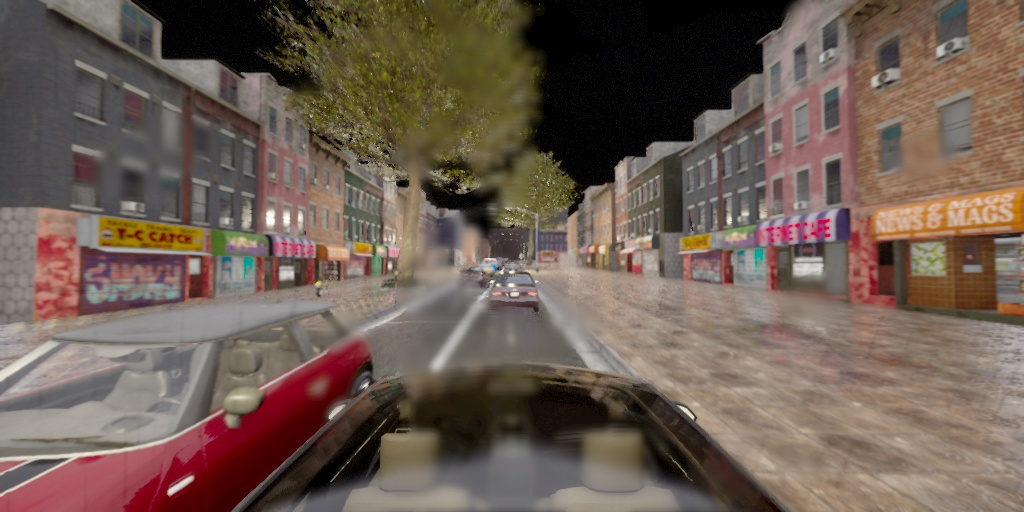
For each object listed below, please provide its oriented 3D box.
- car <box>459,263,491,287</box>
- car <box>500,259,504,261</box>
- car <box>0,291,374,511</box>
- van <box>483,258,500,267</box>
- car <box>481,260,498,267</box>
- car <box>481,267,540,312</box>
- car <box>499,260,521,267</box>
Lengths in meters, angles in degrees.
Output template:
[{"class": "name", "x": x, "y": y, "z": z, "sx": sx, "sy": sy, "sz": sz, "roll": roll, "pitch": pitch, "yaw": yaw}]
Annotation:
[{"class": "car", "x": -2.636, "y": 1.376, "z": 24.814, "sx": 1.802, "sy": 1.307, "sz": 4.207, "roll": 0, "pitch": 0, "yaw": 0}, {"class": "car", "x": -2.636, "y": 1.437, "z": 52.489, "sx": 1.948, "sy": 1.339, "sz": 4.313, "roll": 0, "pitch": 0, "yaw": 0}, {"class": "car", "x": -2.637, "y": 1.191, "z": 2.674, "sx": 1.967, "sy": 1.591, "sz": 4.097, "roll": 0, "pitch": 0, "yaw": 0}, {"class": "van", "x": -2.636, "y": 1.179, "z": 41.418, "sx": 1.690, "sy": 1.789, "sz": 3.998, "roll": 0, "pitch": 0, "yaw": 0}, {"class": "car", "x": -2.636, "y": 1.347, "z": 35.714, "sx": 1.751, "sy": 1.417, "sz": 4.829, "roll": 0, "pitch": 0, "yaw": 0}, {"class": "car", "x": 0.101, "y": 1.319, "z": 14.361, "sx": 2.033, "sy": 1.411, "sz": 5.357, "roll": 0, "pitch": 0, "yaw": 0}, {"class": "car", "x": 0.101, "y": 1.367, "z": 34.903, "sx": 2.033, "sy": 1.411, "sz": 5.357, "roll": 0, "pitch": 0, "yaw": 0}]
